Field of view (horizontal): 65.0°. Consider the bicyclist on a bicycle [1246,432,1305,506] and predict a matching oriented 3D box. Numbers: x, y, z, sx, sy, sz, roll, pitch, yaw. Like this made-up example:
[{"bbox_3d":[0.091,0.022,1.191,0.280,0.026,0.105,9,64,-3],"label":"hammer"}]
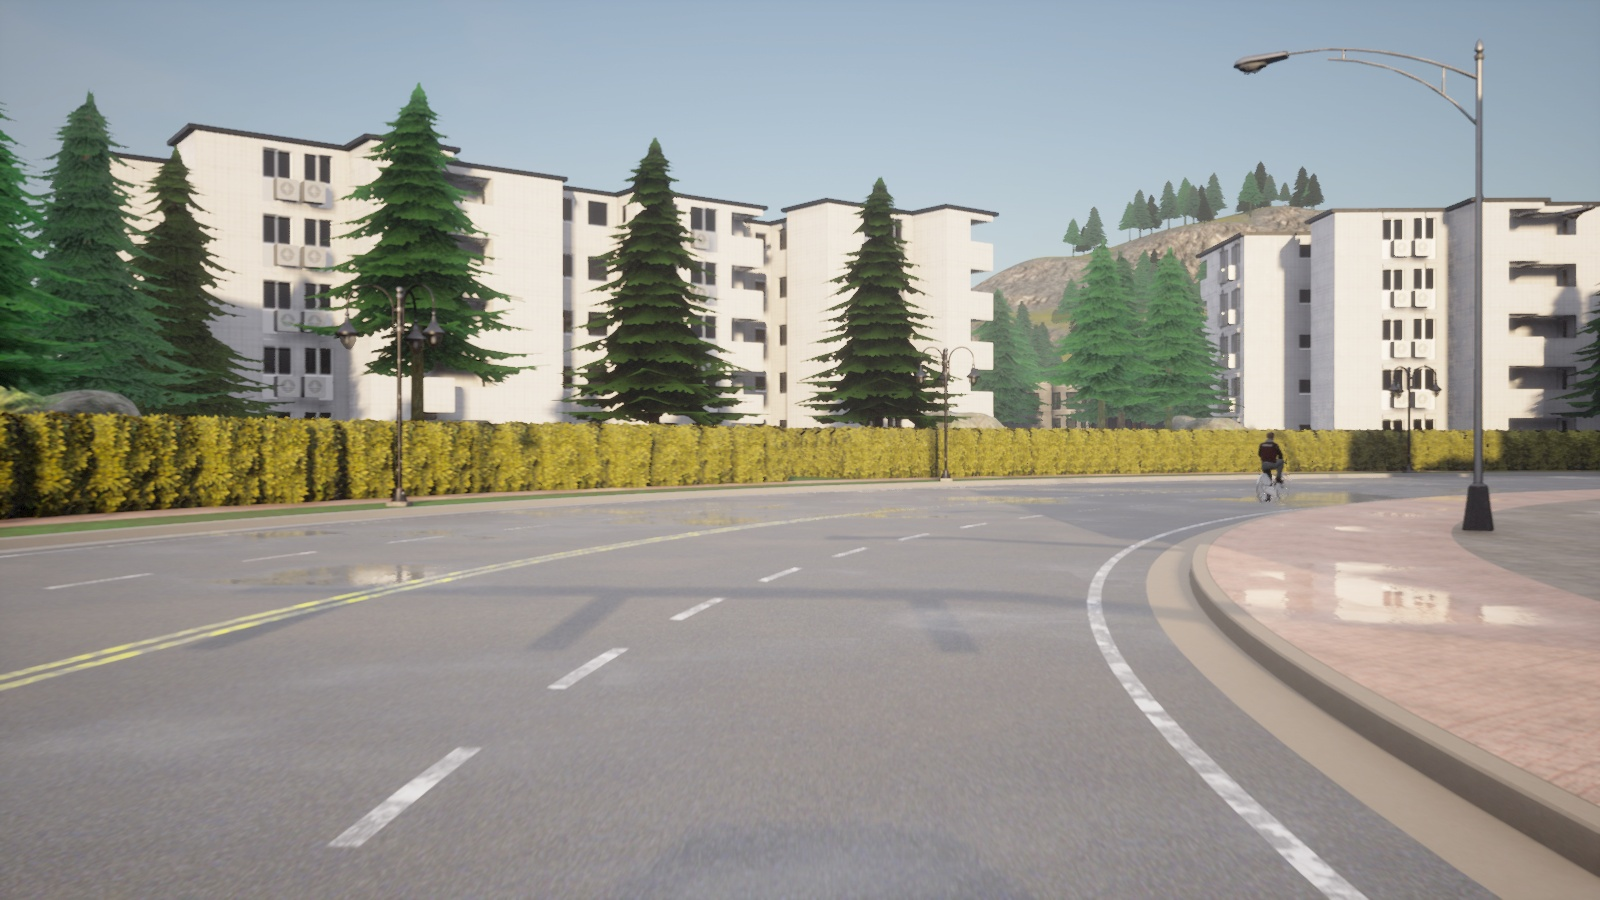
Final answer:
[{"bbox_3d":[11.770,0.453,31.042,0.659,1.776,1.843,1,1,45],"label":"bicyclist on a bicycle"}]
